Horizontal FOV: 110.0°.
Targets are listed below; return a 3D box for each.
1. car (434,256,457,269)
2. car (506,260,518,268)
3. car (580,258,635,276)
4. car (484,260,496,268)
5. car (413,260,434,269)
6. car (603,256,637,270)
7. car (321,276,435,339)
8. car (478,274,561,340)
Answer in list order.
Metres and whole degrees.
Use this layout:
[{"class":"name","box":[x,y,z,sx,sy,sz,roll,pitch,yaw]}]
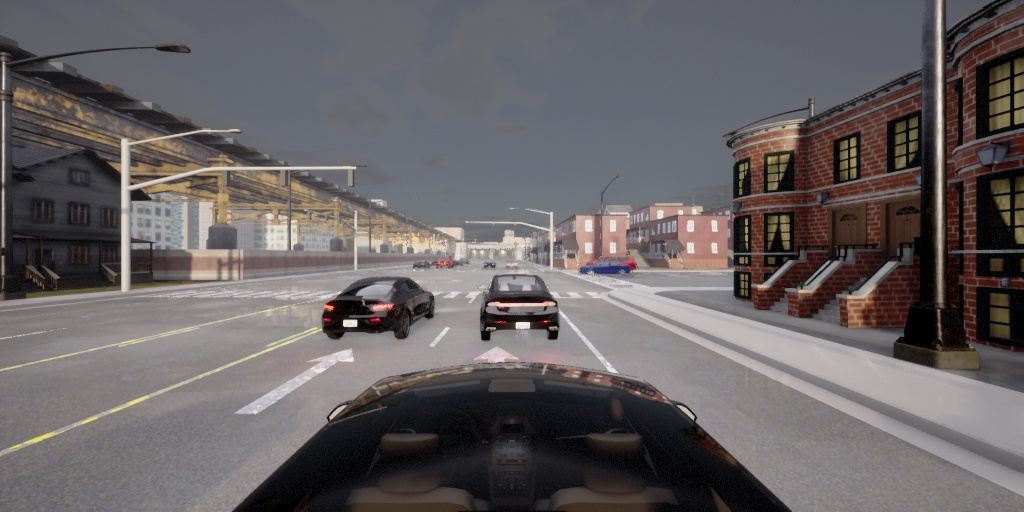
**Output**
[{"class":"car","box":[-10.747,0.971,57.671,2.150,2.045,5.566,0,0,-1]},{"class":"car","box":[-0.064,1.351,58.907,1.895,1.301,4.718,0,0,0]},{"class":"car","box":[9.460,1.228,36.623,5.008,1.535,1.882,0,0,-1]},{"class":"car","box":[-3.565,1.351,58.899,1.895,1.301,4.718,0,0,0]},{"class":"car","box":[-14.239,1.314,56.571,1.994,1.385,4.181,0,0,0]},{"class":"car","box":[11.104,0.971,40.356,5.566,2.045,2.150,0,0,2]},{"class":"car","box":[-3.451,1.276,9.960,1.812,1.442,4.674,0,0,0]},{"class":"car","box":[0.091,1.242,9.927,2.128,1.511,4.902,0,0,-3]}]
